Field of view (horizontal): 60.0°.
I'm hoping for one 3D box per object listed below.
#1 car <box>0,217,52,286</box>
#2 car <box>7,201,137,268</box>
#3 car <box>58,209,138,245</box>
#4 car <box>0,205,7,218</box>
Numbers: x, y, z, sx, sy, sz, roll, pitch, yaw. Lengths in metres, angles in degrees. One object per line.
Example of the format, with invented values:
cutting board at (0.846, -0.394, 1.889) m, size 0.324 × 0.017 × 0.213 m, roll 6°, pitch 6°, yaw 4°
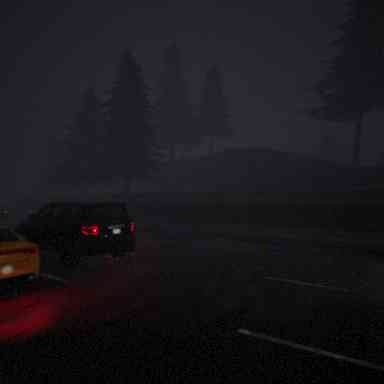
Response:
car at (-5.950, 1.588, 8.892) m, size 5.008 × 1.535 × 1.882 m, roll -1°, pitch 0°, yaw 40°
car at (-4.386, 1.346, 12.120) m, size 5.566 × 2.045 × 2.150 m, roll -1°, pitch 0°, yaw 40°
car at (-5.034, 1.696, 17.373) m, size 4.674 × 1.442 × 1.812 m, roll -1°, pitch -1°, yaw 42°
car at (-19.136, 1.931, 32.286) m, size 2.033 × 1.411 × 5.357 m, roll 0°, pitch -1°, yaw -39°
